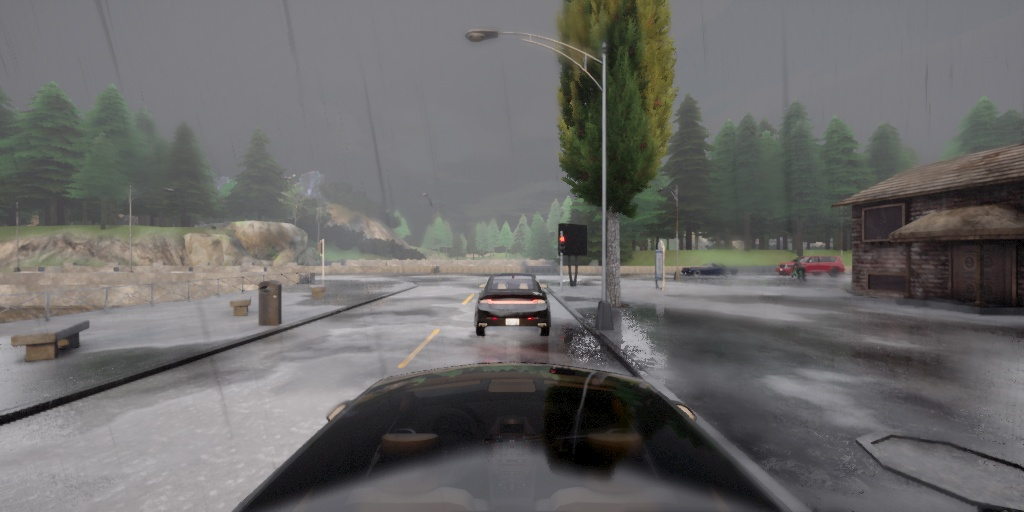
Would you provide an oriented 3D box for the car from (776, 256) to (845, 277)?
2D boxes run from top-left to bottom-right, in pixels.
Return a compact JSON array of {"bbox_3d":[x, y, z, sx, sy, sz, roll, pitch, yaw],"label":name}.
[{"bbox_3d":[28.811,0.971,34.686,5.566,2.045,2.150,0,0,0],"label":"car"}]

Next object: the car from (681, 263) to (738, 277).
[{"bbox_3d":[19.016,1.350,34.686,4.718,1.301,1.895,0,0,0],"label":"car"}]

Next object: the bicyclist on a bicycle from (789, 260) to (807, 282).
[{"bbox_3d":[20.953,1.094,26.283,0.582,1.620,1.656,-1,0,0],"label":"bicyclist on a bicycle"}]

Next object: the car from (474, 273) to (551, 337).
[{"bbox_3d":[0.030,1.241,10.336,2.128,1.511,4.902,0,0,0],"label":"car"}]
